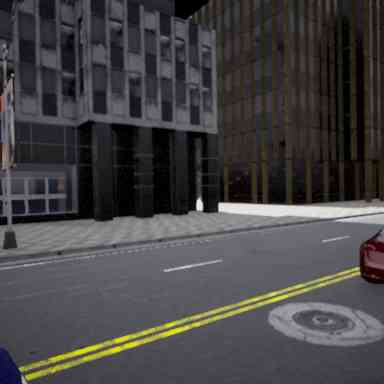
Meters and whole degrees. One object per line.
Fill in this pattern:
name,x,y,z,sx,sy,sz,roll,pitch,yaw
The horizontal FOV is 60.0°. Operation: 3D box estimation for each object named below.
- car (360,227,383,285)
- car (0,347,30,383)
car,5.791,1.295,7.698,4.792,1.488,2.163,-2,1,-36
car,-3.157,1.645,1.310,4.718,1.301,1.895,-2,1,-36
